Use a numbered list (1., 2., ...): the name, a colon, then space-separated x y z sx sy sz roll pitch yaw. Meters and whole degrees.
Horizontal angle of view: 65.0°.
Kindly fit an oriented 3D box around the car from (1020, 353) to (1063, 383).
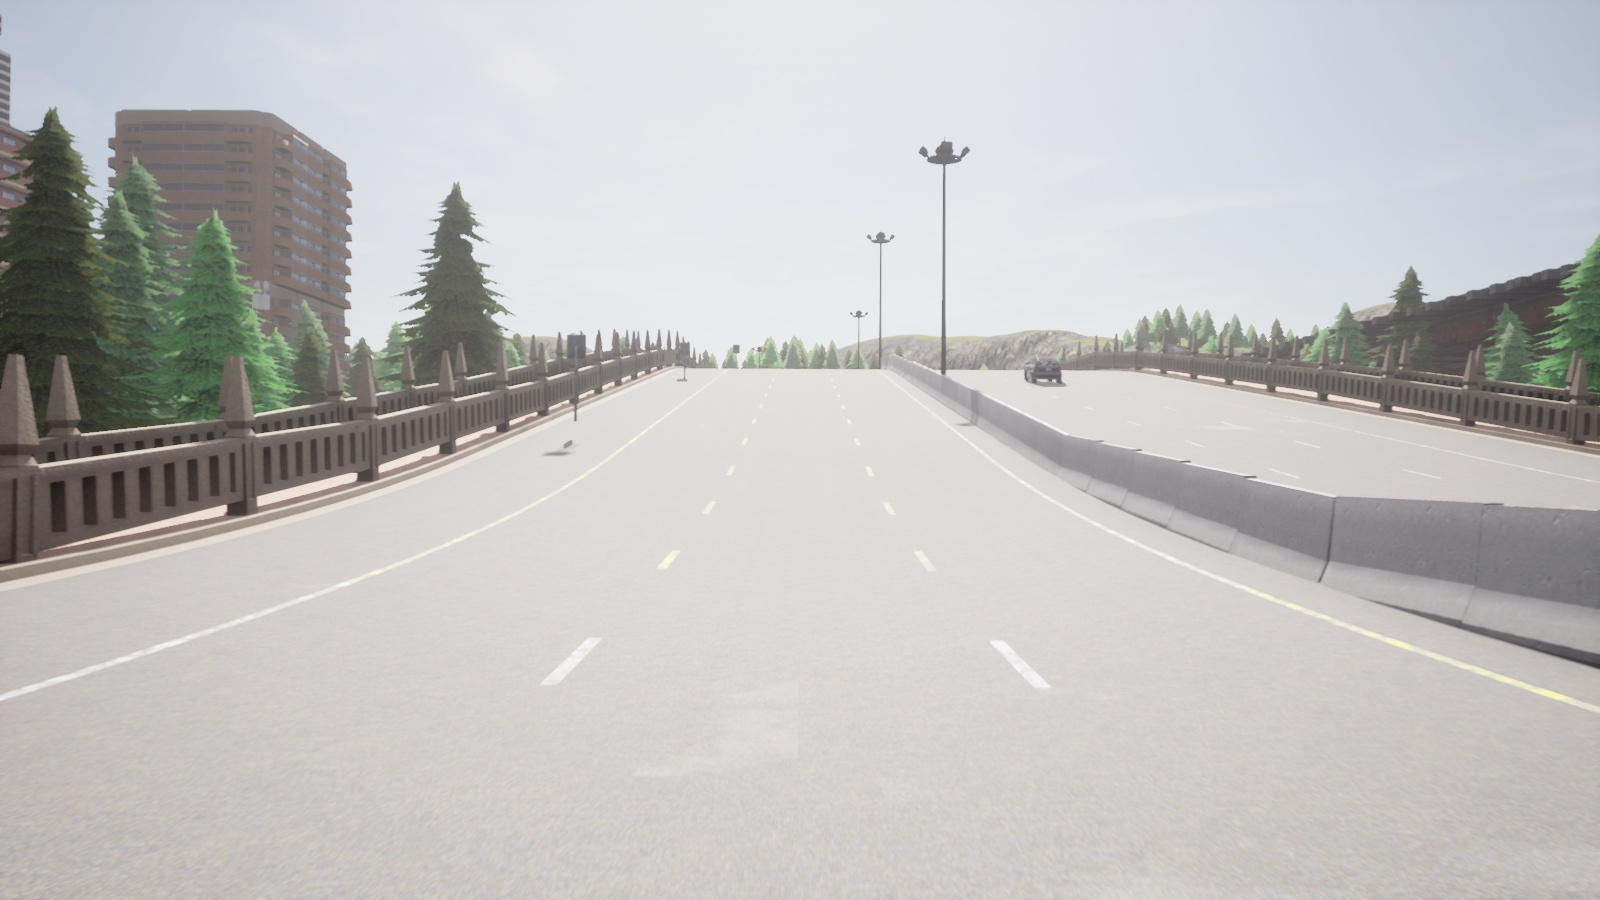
1. car: 14.126 -4.829 73.604 1.789 1.549 3.705 0 6 0
